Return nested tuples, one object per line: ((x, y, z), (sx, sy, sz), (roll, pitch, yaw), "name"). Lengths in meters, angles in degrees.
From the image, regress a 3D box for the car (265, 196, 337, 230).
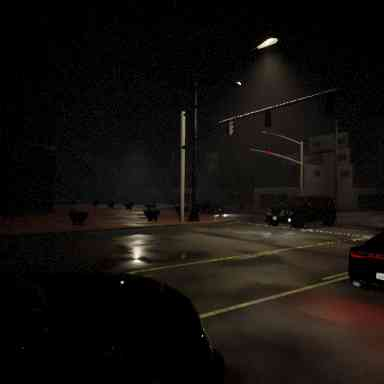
((7.364, 1.298, 22.143), (5.566, 2.045, 2.150), (1, 0, -36), "car")

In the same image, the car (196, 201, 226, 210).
((1.757, 1.656, 36.105), (1.994, 1.385, 4.181), (1, -1, -35), "car")

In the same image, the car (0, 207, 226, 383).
((-2.361, 1.222, 2.060), (5.566, 2.045, 2.150), (0, 0, -36), "car")

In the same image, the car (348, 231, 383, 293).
((5.718, 1.498, 7.862), (5.008, 1.535, 1.882), (0, 0, -35), "car")
